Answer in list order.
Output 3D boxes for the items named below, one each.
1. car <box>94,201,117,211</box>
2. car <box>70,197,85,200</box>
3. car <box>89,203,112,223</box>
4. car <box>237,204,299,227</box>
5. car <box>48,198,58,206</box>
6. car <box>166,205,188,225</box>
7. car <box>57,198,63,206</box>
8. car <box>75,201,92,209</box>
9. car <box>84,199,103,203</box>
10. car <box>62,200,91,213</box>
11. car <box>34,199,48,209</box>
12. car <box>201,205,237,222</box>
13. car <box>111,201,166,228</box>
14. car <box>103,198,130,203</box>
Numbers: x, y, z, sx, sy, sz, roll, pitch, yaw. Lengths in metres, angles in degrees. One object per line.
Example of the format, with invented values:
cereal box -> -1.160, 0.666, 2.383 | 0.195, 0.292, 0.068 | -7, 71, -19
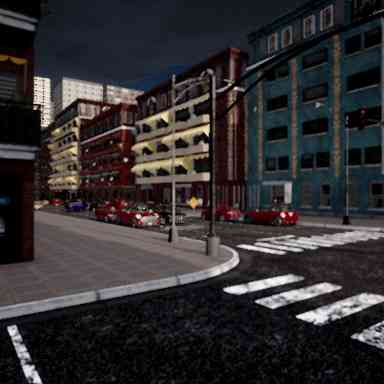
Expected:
car -> -13.420, 2.129, 51.603 | 2.008, 1.369, 4.403 | -1, 0, -35
car -> -19.356, 1.882, 55.643 | 2.150, 2.045, 5.566 | 0, -1, -35
car -> -7.172, 1.887, 28.874 | 1.802, 1.307, 4.206 | -1, 0, -35
car -> 5.633, 1.609, 24.305 | 1.967, 1.590, 4.097 | -1, 0, -35
car -> -32.473, 2.298, 78.907 | 2.192, 1.841, 5.009 | -1, 0, -35
car -> -2.192, 1.746, 26.060 | 1.837, 1.490, 4.892 | 0, -1, -35
car -> -26.119, 2.399, 69.805 | 2.008, 1.369, 4.403 | -1, 0, -35
car -> -19.769, 2.296, 60.704 | 1.802, 1.307, 4.206 | -1, 0, -35
car -> -13.425, 2.039, 47.223 | 1.837, 1.490, 4.892 | 0, -1, -34
car -> -16.075, 2.141, 46.054 | 1.895, 1.301, 4.718 | 0, -1, -34
car -> -26.222, 2.153, 56.178 | 1.967, 1.590, 4.097 | -1, 0, -35
car -> 2.457, 1.819, 28.853 | 1.802, 1.307, 4.206 | -1, 0, -35
car -> -3.999, 1.677, 24.323 | 1.967, 1.590, 4.097 | -1, 0, -35
car -> -10.250, 1.825, 47.053 | 2.192, 1.841, 5.009 | -1, 0, -35
